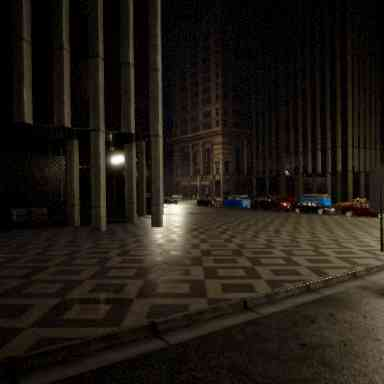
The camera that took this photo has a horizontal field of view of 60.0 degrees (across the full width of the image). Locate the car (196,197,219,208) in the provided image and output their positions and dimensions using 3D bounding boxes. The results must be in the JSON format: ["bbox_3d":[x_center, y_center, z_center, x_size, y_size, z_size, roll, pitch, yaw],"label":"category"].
[{"bbox_3d":[2.443,1.371,46.843,1.967,1.590,4.097,-1,1,-36],"label":"car"}]

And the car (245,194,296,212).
[{"bbox_3d":[8.902,1.290,37.878,2.192,1.841,5.009,-1,1,-36],"label":"car"}]

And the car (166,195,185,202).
[{"bbox_3d":[-3.540,1.257,69.755,2.008,1.369,4.403,-1,1,-36],"label":"car"}]

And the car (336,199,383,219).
[{"bbox_3d":[15.365,1.567,28.915,1.887,1.381,4.507,-1,1,-36],"label":"car"}]

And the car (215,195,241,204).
[{"bbox_3d":[6.047,1.296,56.442,1.752,1.417,4.829,-1,1,-36],"label":"car"}]

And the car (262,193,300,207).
[{"bbox_3d":[12.601,1.130,47.335,2.192,1.841,5.009,-1,1,-36],"label":"car"}]

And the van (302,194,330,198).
[{"bbox_3d":[15.830,1.178,42.852,1.690,1.788,3.998,-1,1,-36],"label":"van"}]

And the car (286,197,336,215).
[{"bbox_3d":[12.135,1.549,33.397,2.008,1.369,4.403,-1,1,-36],"label":"car"}]

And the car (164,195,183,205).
[{"bbox_3d":[-4.018,1.438,55.810,2.008,1.369,4.403,-1,1,-36],"label":"car"}]

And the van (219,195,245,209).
[{"bbox_3d":[5.672,1.294,42.361,1.690,1.788,3.998,-1,1,-36],"label":"van"}]
